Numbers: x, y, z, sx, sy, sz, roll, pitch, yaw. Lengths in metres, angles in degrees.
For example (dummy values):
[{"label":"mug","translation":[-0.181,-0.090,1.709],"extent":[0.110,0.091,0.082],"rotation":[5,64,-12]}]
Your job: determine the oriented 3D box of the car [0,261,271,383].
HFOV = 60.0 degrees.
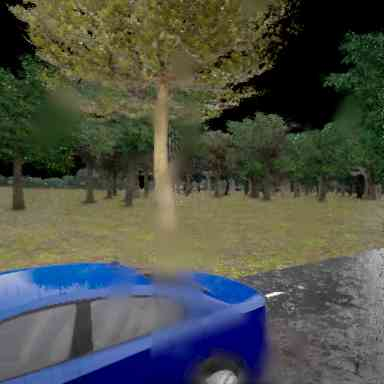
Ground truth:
[{"label":"car","translation":[-1.477,1.477,2.936],"extent":[5.008,1.535,1.882],"rotation":[0,0,-35]}]
